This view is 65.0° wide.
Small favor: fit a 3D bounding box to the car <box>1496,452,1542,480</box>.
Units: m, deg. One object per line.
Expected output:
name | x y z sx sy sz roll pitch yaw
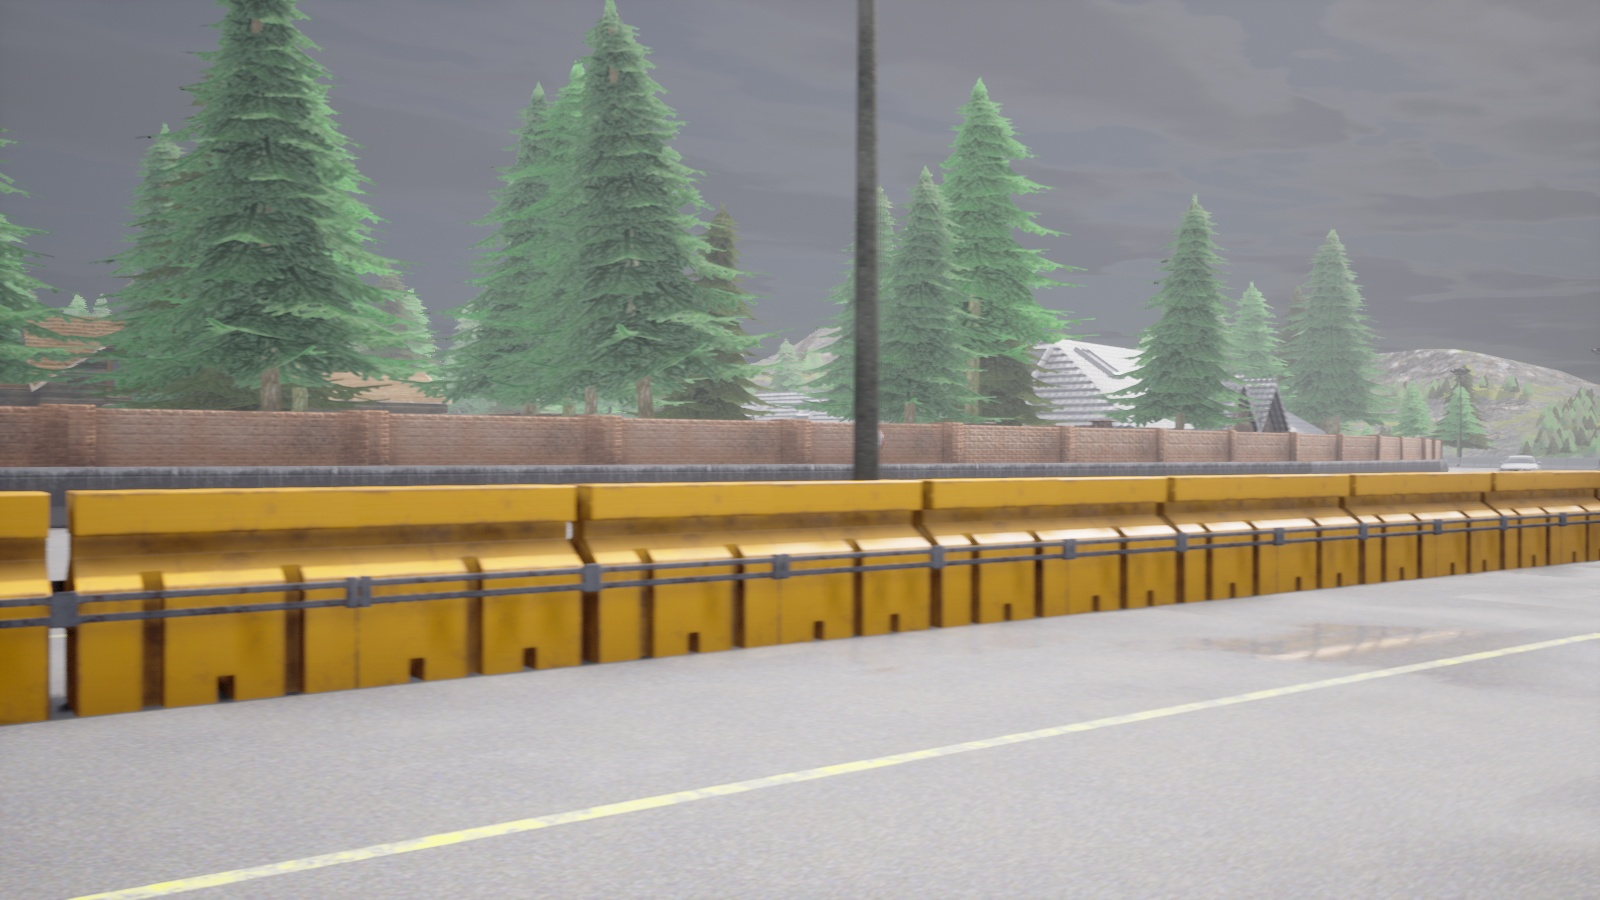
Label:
car | 38.879 0.854 67.824 1.812 1.442 4.674 0 0 34
